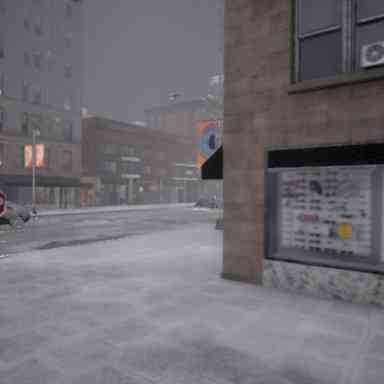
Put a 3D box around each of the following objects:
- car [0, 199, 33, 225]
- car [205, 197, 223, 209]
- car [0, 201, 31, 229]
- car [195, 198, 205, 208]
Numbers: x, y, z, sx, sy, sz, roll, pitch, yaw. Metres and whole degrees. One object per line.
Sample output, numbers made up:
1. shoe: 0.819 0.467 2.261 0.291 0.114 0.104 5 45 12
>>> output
1. car: -13.167 1.303 21.428 2.128 1.511 4.902 1 0 35
2. car: 4.015 1.309 39.899 1.837 1.490 4.892 1 0 36
3. car: -11.446 1.332 18.245 2.128 1.511 4.902 1 0 35
4. car: 2.169 1.339 42.900 1.994 1.385 4.181 1 0 36
